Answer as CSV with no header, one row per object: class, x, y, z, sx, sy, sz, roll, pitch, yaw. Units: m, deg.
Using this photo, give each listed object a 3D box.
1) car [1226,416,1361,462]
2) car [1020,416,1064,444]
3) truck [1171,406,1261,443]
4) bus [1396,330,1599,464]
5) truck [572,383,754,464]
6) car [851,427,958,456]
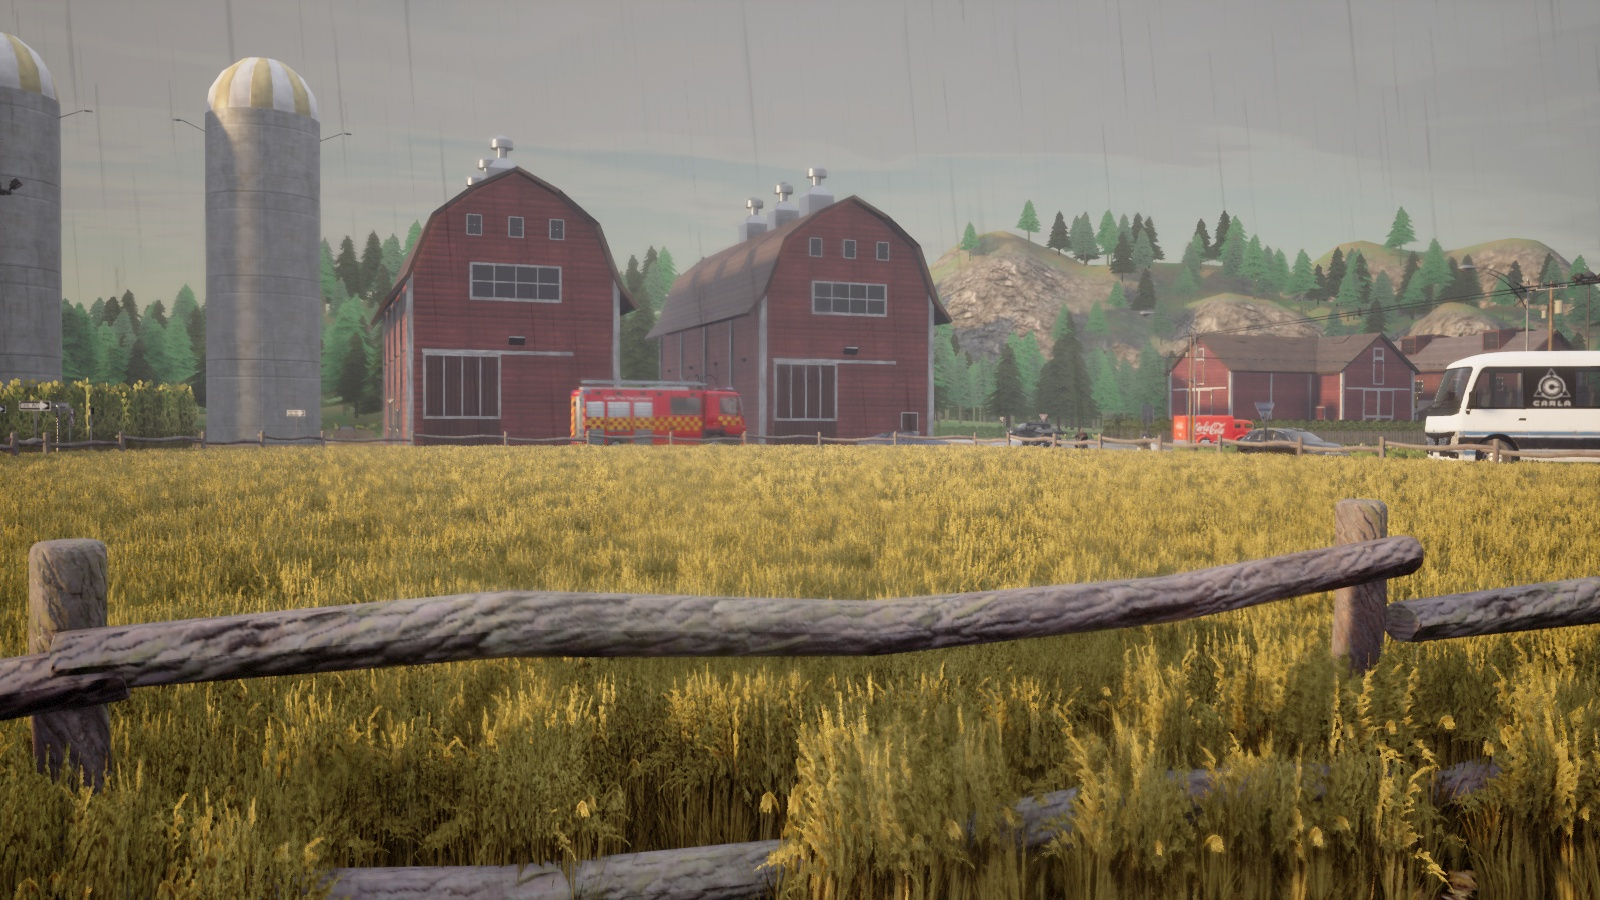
car,18.755,-0.439,47.991,2.033,1.649,4.856,-1,1,-21
car,17.237,-1.430,89.727,1.905,1.878,3.866,-2,1,-8
truck,28.548,-1.755,86.251,5.204,2.467,2.627,-1,1,-4
bus,26.218,-1.773,42.418,10.273,4.253,3.944,-1,1,10
truck,-6.799,-1.357,62.612,8.468,3.827,2.891,-2,1,-24
car,5.540,-0.446,66.954,5.357,1.411,2.033,-1,1,-6
